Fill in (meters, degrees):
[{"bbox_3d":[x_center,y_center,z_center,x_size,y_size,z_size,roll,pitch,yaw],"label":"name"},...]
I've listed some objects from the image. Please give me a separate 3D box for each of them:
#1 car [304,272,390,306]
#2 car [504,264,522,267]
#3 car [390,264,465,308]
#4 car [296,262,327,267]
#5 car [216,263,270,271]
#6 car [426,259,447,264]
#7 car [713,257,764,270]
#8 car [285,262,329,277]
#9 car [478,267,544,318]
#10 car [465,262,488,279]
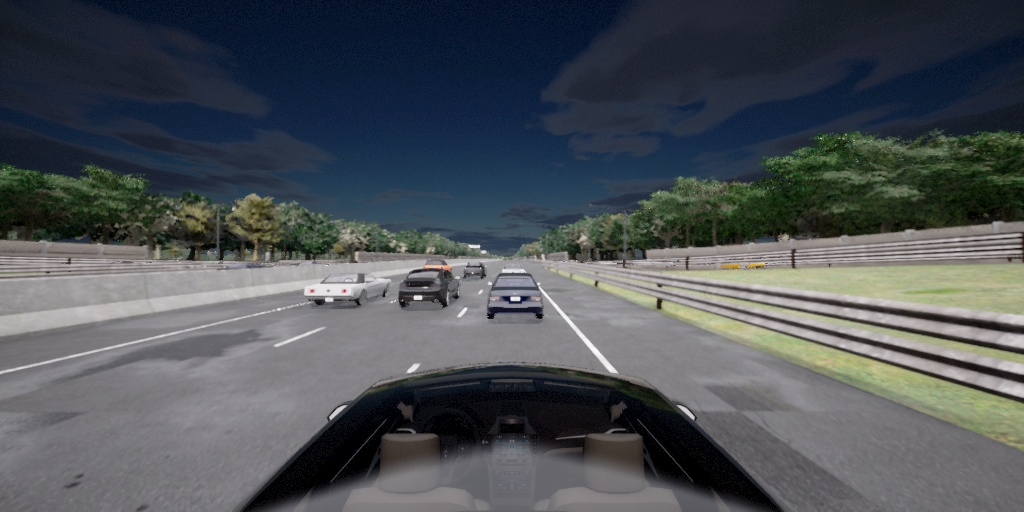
[{"bbox_3d":[-6.903,1.362,15.774,1.895,1.301,4.718,0,0,0],"label":"car"},{"bbox_3d":[0.086,1.389,32.057,1.895,1.301,4.718,0,0,0],"label":"car"},{"bbox_3d":[-3.403,1.266,15.397,1.837,1.490,4.892,0,0,0],"label":"car"},{"bbox_3d":[-17.603,1.388,31.986,1.895,1.301,4.718,0,0,0],"label":"car"},{"bbox_3d":[-24.605,1.337,32.989,2.033,1.411,5.357,0,0,0],"label":"car"},{"bbox_3d":[-6.907,1.143,33.359,2.097,1.767,4.553,0,0,0],"label":"car"},{"bbox_3d":[23.034,0.701,36.771,1.882,1.535,5.008,0,-3,-17],"label":"car"},{"bbox_3d":[-21.100,1.325,37.172,1.812,1.442,4.674,0,0,0],"label":"car"},{"bbox_3d":[0.097,1.306,13.021,2.033,1.411,5.357,0,0,0],"label":"car"},{"bbox_3d":[-3.408,1.283,33.604,2.128,1.511,4.902,0,0,0],"label":"car"}]
